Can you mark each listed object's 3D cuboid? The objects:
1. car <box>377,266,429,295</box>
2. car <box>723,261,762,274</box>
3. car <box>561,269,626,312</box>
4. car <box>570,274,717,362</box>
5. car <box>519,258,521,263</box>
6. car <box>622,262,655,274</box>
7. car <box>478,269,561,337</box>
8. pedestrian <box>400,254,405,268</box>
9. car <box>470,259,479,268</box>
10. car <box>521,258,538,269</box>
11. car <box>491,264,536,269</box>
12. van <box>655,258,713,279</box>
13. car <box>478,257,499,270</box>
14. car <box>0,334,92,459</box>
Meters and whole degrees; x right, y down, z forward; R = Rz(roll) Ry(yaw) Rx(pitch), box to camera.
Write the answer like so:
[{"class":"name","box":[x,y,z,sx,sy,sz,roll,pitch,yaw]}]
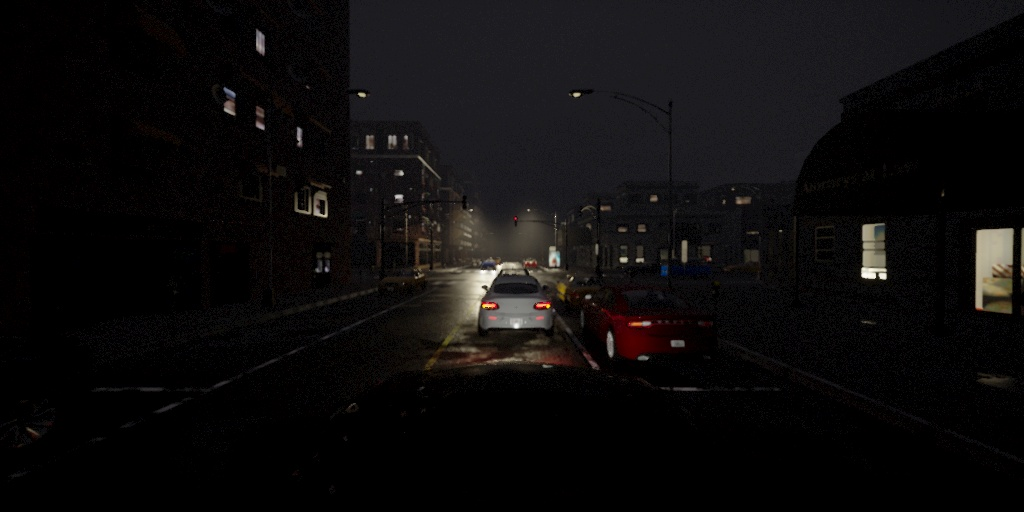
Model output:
[{"class":"car","box":[-5.705,1.216,19.254,1.751,1.417,4.829,0,0,0]},{"class":"car","box":[25.457,1.192,38.674,4.829,1.417,1.751,0,0,0]},{"class":"car","box":[2.681,1.234,13.899,1.751,1.417,4.829,0,0,0]},{"class":"car","box":[2.685,1.273,8.032,1.888,1.381,4.507,0,0,0]},{"class":"car","box":[2.644,1.156,63.291,1.802,1.307,4.207,0,0,0]},{"class":"car","box":[13.464,1.262,35.981,4.718,1.301,1.895,0,1,-1]},{"class":"car","box":[0.094,1.247,10.046,1.812,1.442,4.674,0,0,0]},{"class":"pedestrian","box":[-12.660,0.693,41.296,0.375,1.860,0.375,0,0,0]},{"class":"car","box":[-5.732,1.137,57.575,2.007,1.370,4.403,0,0,0]},{"class":"car","box":[2.653,1.039,51.897,1.967,1.591,4.097,0,0,0]},{"class":"car","box":[0.097,1.293,19.158,1.895,1.301,4.718,0,0,0]},{"class":"van","box":[14.634,1.065,30.205,3.998,1.789,1.690,0,0,0]},{"class":"car","box":[-3.130,1.206,49.192,1.895,1.301,4.718,0,0,0]},{"class":"car","box":[-5.692,1.313,2.335,1.948,1.339,4.313,0,0,0]}]
